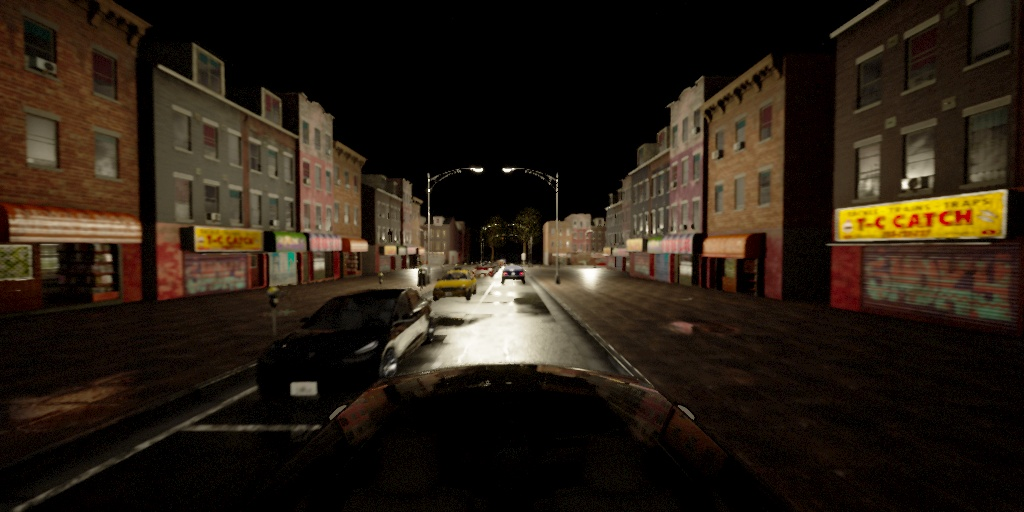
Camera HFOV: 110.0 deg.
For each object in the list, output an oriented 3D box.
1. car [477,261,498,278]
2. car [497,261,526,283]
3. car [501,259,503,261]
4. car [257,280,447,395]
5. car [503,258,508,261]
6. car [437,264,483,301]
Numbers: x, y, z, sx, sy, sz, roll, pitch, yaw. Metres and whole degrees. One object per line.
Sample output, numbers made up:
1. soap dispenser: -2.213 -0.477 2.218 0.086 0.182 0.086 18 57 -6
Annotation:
1. car: -2.639 1.257 33.975 1.967 1.591 4.097 0 0 0
2. car: 0.101 1.341 28.485 2.033 1.411 5.357 0 0 0
3. car: -2.639 1.459 50.317 2.007 1.370 4.403 0 0 0
4. car: -2.640 1.315 6.742 1.948 1.339 4.313 0 0 0
5. car: 0.100 1.385 45.749 1.837 1.490 4.892 0 0 0
6. car: -2.640 1.288 17.465 1.751 1.417 4.829 0 0 0
